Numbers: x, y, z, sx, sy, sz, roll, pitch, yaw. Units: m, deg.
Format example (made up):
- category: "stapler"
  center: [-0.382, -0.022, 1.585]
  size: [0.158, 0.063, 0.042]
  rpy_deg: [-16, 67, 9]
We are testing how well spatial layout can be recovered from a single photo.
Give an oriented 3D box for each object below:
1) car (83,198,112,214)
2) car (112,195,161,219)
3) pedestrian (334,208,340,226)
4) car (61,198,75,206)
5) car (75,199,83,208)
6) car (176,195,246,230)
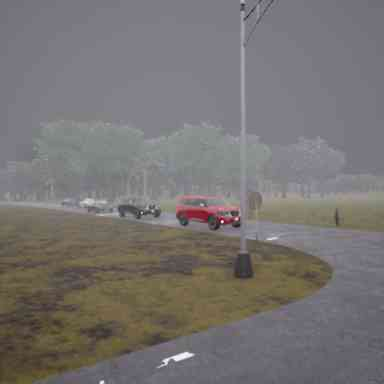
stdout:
- category: "car"
  center: [-10.764, 1.664, 38.676]
  size: [1.812, 1.442, 4.674]
  rpy_deg: [-2, 1, -35]
- category: "car"
  center: [-4.974, 1.305, 30.581]
  size: [2.150, 2.045, 5.566]
  rpy_deg: [-2, 1, -36]
- category: "pedestrian"
  center: [9.204, 1.607, 21.058]
  size: [0.500, 1.100, 0.500]
  rpy_deg: [-2, 1, -36]
- category: "car"
  center: [-21.788, 1.774, 59.124]
  size: [2.128, 1.511, 4.902]
  rpy_deg: [-2, 0, -36]
- category: "car"
  center: [-15.939, 1.698, 50.961]
  size: [1.812, 1.442, 4.674]
  rpy_deg: [-2, 1, -36]
- category: "car"
  center: [1.054, 1.279, 22.151]
  size: [2.150, 2.045, 5.566]
  rpy_deg: [-2, 1, -35]
